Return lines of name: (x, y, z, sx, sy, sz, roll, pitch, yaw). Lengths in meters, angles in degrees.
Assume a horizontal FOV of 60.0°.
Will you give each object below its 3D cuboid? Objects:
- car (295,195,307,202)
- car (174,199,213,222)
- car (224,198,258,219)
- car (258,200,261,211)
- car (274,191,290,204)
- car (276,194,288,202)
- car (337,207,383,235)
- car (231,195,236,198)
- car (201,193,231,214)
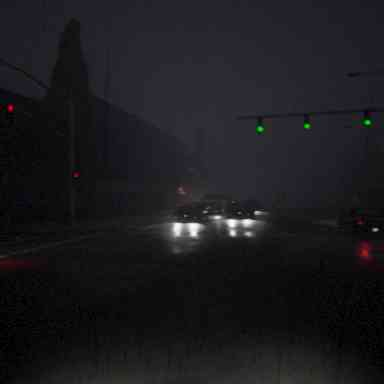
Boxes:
car: (20.665, 1.162, 63.323, 1.895, 1.301, 4.718, -1, 0, 14)
car: (0.022, 1.521, 25.778, 1.994, 1.385, 4.181, -1, 0, 15)
car: (4.216, 1.450, 28.022, 1.994, 1.385, 4.181, -1, 0, 14)
car: (6.750, 1.393, 37.729, 1.994, 1.385, 4.181, -1, 0, 15)
car: (14.582, 0.897, 53.790, 2.150, 2.045, 5.566, -1, 0, 14)
car: (17.182, 1.111, 63.839, 2.128, 1.511, 4.902, -1, 0, 14)
car: (8.937, 1.427, 17.395, 1.895, 1.301, 4.718, -1, 0, 14)
car: (4.863, 1.201, 44.278, 2.097, 1.767, 4.553, -1, 0, 15)
car: (2.358, 1.126, 34.801, 2.150, 2.045, 5.566, -1, 0, 15)
